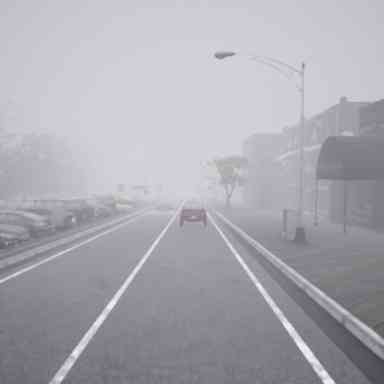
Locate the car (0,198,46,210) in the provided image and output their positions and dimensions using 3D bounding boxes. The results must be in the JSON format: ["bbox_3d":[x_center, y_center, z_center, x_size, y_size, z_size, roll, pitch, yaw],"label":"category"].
[{"bbox_3d":[-21.884,1.528,42.905,5.366,1.575,1.946,0,0,0],"label":"car"}]

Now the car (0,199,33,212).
[{"bbox_3d":[-22.096,1.567,40.129,4.792,1.488,2.163,0,0,0],"label":"car"}]

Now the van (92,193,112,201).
[{"bbox_3d":[-22.005,1.236,81.760,4.442,1.987,1.878,0,0,0],"label":"van"}]

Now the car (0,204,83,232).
[{"bbox_3d":[-8.987,1.600,18.616,4.792,1.488,2.163,0,0,0],"label":"car"}]

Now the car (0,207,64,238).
[{"bbox_3d":[-8.952,1.604,15.808,4.674,1.452,2.002,0,0,0],"label":"car"}]

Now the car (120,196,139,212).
[{"bbox_3d":[-8.795,1.542,35.438,5.366,1.575,1.946,0,0,0],"label":"car"}]

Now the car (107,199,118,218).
[{"bbox_3d":[-8.964,1.563,27.028,5.008,1.535,2.097,0,0,0],"label":"car"}]

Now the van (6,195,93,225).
[{"bbox_3d":[-9.079,1.343,21.419,4.442,1.987,1.878,0,0,0],"label":"van"}]

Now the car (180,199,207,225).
[{"bbox_3d":[0.101,1.536,24.794,1.882,1.535,5.008,0,0,0],"label":"car"}]

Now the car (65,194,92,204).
[{"bbox_3d":[-22.131,1.361,65.110,4.553,1.767,2.185,0,0,0],"label":"car"}]

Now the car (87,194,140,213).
[{"bbox_3d":[-8.956,1.288,38.241,5.566,2.045,2.435,0,0,0],"label":"car"}]

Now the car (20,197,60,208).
[{"bbox_3d":[-22.048,1.549,48.457,4.792,1.488,2.163,0,0,0],"label":"car"}]

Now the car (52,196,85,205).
[{"bbox_3d":[-22.087,1.496,59.559,5.008,1.535,2.097,0,0,0],"label":"car"}]

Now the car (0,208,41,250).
[{"bbox_3d":[-8.957,1.556,13.005,4.892,1.521,2.231,0,0,0],"label":"car"}]

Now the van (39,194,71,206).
[{"bbox_3d":[-22.201,1.282,54.006,4.442,1.987,1.878,0,0,0],"label":"van"}]

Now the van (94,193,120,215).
[{"bbox_3d":[-9.090,1.331,29.831,4.442,1.987,1.878,0,0,0],"label":"van"}]

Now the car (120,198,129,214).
[{"bbox_3d":[-8.980,1.591,32.635,4.674,1.452,2.002,0,0,0],"label":"car"}]

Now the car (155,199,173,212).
[{"bbox_3d":[-3.339,1.574,40.610,1.812,1.442,4.674,0,0,0],"label":"car"}]

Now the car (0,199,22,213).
[{"bbox_3d":[-22.069,1.544,37.354,4.892,1.521,2.231,0,0,0],"label":"car"}]

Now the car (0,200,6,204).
[{"bbox_3d":[-22.064,1.549,34.579,5.008,1.535,2.097,0,0,0],"label":"car"}]

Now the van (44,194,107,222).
[{"bbox_3d":[-8.849,1.342,24.221,4.442,1.987,1.878,0,0,0],"label":"van"}]
